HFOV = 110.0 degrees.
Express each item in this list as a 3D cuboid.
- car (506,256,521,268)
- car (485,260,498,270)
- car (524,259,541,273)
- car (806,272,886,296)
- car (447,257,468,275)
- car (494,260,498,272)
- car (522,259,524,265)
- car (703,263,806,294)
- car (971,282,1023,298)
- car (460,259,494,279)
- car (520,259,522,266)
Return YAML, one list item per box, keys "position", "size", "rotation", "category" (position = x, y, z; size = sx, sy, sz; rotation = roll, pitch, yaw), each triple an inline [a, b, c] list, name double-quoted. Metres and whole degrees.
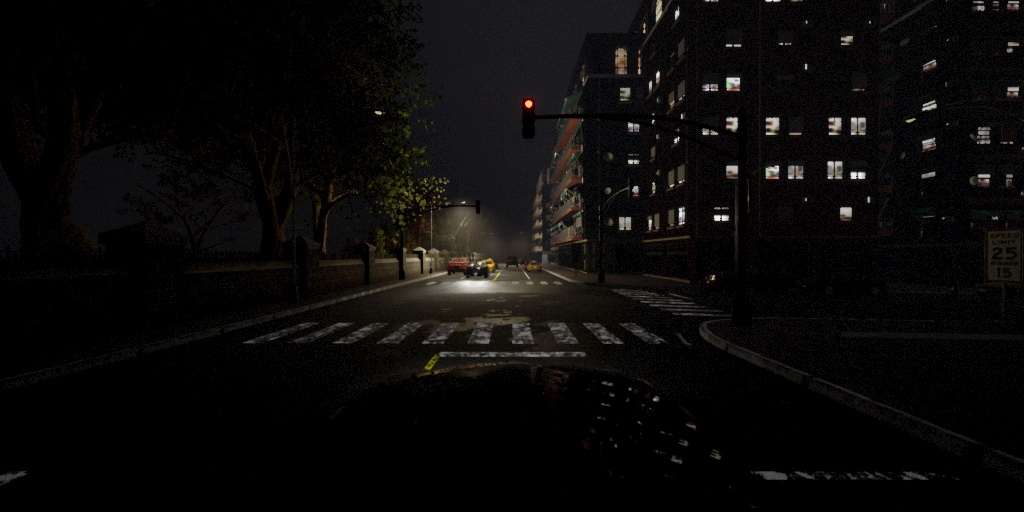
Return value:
- position: [0.055, 0.992, 63.674]
  size: [2.150, 2.045, 5.566]
  rotation: [0, 0, 0]
  category: "car"
- position: [-3.042, 1.290, 54.366]
  size: [1.812, 1.442, 4.674]
  rotation: [0, 0, 0]
  category: "car"
- position: [2.728, 1.283, 44.447]
  size: [1.751, 1.417, 4.829]
  rotation: [0, 0, 0]
  category: "car"
- position: [20.312, 1.671, 22.159]
  size: [4.507, 1.381, 1.888]
  rotation: [0, 0, 0]
  category: "car"
- position: [-5.657, 1.069, 38.748]
  size: [2.192, 1.841, 5.009]
  rotation: [0, 0, 0]
  category: "car"
- position: [-3.054, 1.235, 44.065]
  size: [1.882, 1.535, 5.008]
  rotation: [0, 0, 0]
  category: "car"
- position: [2.733, 1.306, 49.811]
  size: [1.888, 1.381, 4.507]
  rotation: [0, 0, 0]
  category: "car"
- position: [14.617, 1.338, 22.146]
  size: [5.009, 1.841, 2.192]
  rotation: [0, 0, 0]
  category: "car"
- position: [31.533, 1.857, 22.184]
  size: [4.829, 1.417, 1.751]
  rotation: [0, 0, 0]
  category: "car"
- position: [-3.034, 1.245, 32.226]
  size: [2.128, 1.511, 4.902]
  rotation: [0, 0, 0]
  category: "car"
- position: [2.737, 1.315, 55.347]
  size: [2.007, 1.370, 4.403]
  rotation: [0, 0, 0]
  category: "car"
